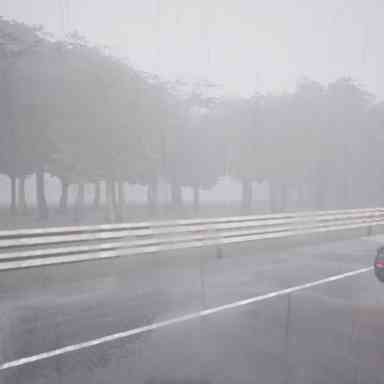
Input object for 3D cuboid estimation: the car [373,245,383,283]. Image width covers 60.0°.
[{"bbox_3d":[6.284,1.515,8.236,4.674,1.442,1.812,0,0,-35],"label":"car"}]
